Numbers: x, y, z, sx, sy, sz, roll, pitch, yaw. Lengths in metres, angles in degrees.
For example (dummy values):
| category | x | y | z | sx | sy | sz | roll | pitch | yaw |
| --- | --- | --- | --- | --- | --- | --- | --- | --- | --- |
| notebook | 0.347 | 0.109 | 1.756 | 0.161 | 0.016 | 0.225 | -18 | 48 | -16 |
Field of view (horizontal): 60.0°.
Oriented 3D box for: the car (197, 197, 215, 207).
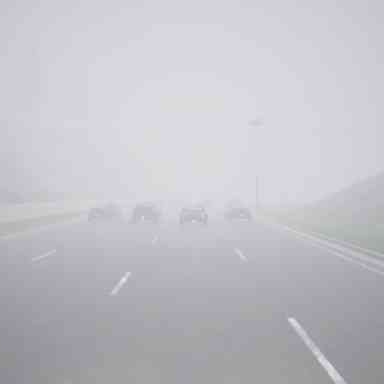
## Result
| category | x | y | z | sx | sy | sz | roll | pitch | yaw |
| --- | --- | --- | --- | --- | --- | --- | --- | --- | --- |
| car | 2.013 | 1.521 | 47.813 | 2.128 | 1.511 | 4.902 | 0 | 0 | 16 |

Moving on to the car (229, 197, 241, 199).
| category | x | y | z | sx | sy | sz | roll | pitch | yaw |
| --- | --- | --- | --- | --- | --- | --- | --- | --- | --- |
| car | 6.602 | 1.510 | 50.476 | 1.882 | 1.535 | 5.008 | 0 | -1 | 21 |

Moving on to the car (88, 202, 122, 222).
| category | x | y | z | sx | sy | sz | roll | pitch | yaw |
| --- | --- | --- | --- | --- | --- | --- | --- | --- | --- |
| car | -6.910 | 1.542 | 26.582 | 1.812 | 1.442 | 4.674 | 0 | 0 | 0 |

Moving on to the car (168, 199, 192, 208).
| category | x | y | z | sx | sy | sz | roll | pitch | yaw |
| --- | --- | --- | --- | --- | --- | --- | --- | --- | --- |
| car | -1.421 | 1.631 | 48.531 | 1.895 | 1.301 | 4.718 | 0 | 0 | 16 |

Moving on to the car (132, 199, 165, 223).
| category | x | y | z | sx | sy | sz | roll | pitch | yaw |
| --- | --- | --- | --- | --- | --- | --- | --- | --- | --- |
| car | -3.398 | 1.521 | 25.501 | 1.837 | 1.490 | 4.892 | 0 | 0 | 0 |

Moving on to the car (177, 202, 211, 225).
| category | x | y | z | sx | sy | sz | roll | pitch | yaw |
| --- | --- | --- | --- | --- | --- | --- | --- | --- | --- |
| car | 0.102 | 1.616 | 24.030 | 1.895 | 1.301 | 4.718 | 0 | 0 | 0 |

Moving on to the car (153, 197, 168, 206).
| category | x | y | z | sx | sy | sz | roll | pitch | yaw |
| --- | --- | --- | --- | --- | --- | --- | --- | --- | --- |
| car | -4.762 | 1.531 | 50.230 | 1.837 | 1.490 | 4.892 | 0 | -1 | 16 |

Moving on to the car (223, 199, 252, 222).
| category | x | y | z | sx | sy | sz | roll | pitch | yaw |
| --- | --- | --- | --- | --- | --- | --- | --- | --- | --- |
| car | 3.590 | 1.542 | 26.581 | 1.812 | 1.442 | 4.674 | 0 | 0 | 0 |
